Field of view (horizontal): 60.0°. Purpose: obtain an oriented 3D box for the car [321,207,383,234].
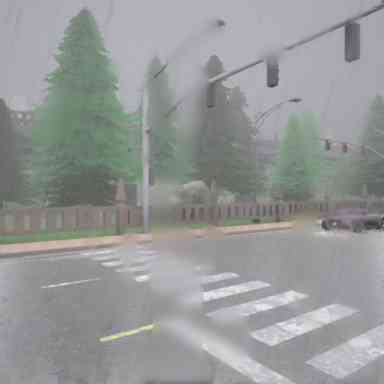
[{"bbox_3d":[9.417,1.565,19.367,4.181,1.385,1.994,0,0,-36],"label":"car"}]
